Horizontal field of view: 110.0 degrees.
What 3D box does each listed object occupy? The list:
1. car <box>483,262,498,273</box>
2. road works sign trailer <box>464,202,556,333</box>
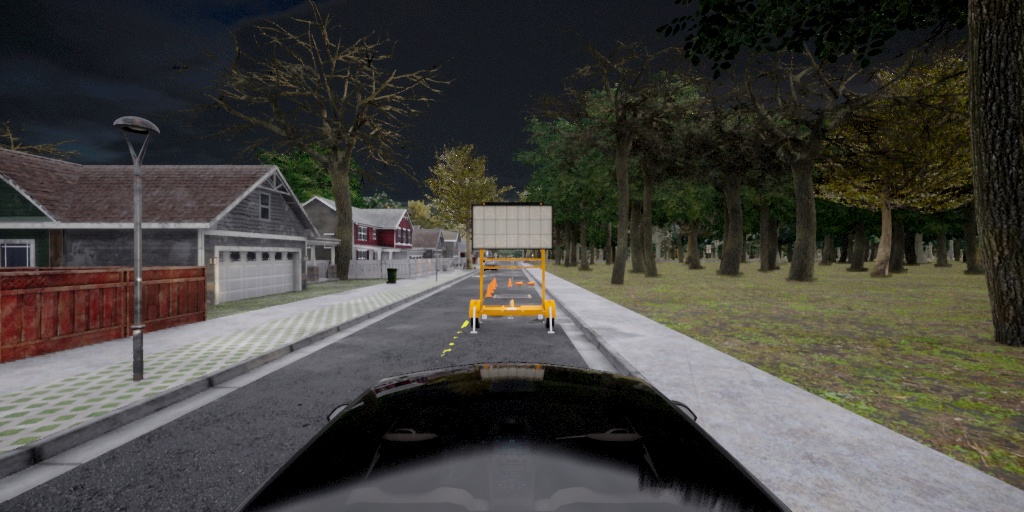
[{"bbox_3d":[-2.682,1.364,44.603,1.895,1.301,4.718,0,0,0],"label":"car"},{"bbox_3d":[0.015,0.214,10.684,2.380,3.560,2.880,0,0,0],"label":"road works sign trailer"}]
